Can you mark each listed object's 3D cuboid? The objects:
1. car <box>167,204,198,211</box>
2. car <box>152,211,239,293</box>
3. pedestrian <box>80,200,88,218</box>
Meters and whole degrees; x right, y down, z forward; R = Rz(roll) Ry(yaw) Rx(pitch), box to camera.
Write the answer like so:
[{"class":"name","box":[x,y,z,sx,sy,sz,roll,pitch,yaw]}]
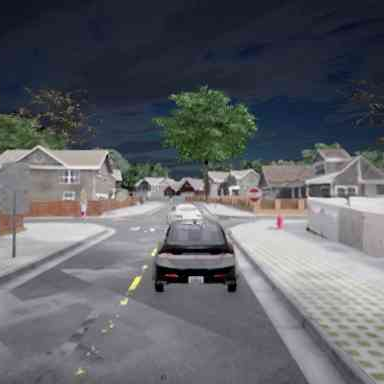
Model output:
[{"class":"car","box":[-0.535,1.491,21.029,1.812,1.442,4.674,0,0,-10]},{"class":"car","box":[0.081,1.470,8.803,2.128,1.511,4.902,0,0,0]},{"class":"pedestrian","box":[-9.696,1.360,29.839,0.375,1.860,0.375,0,-1,1]}]
